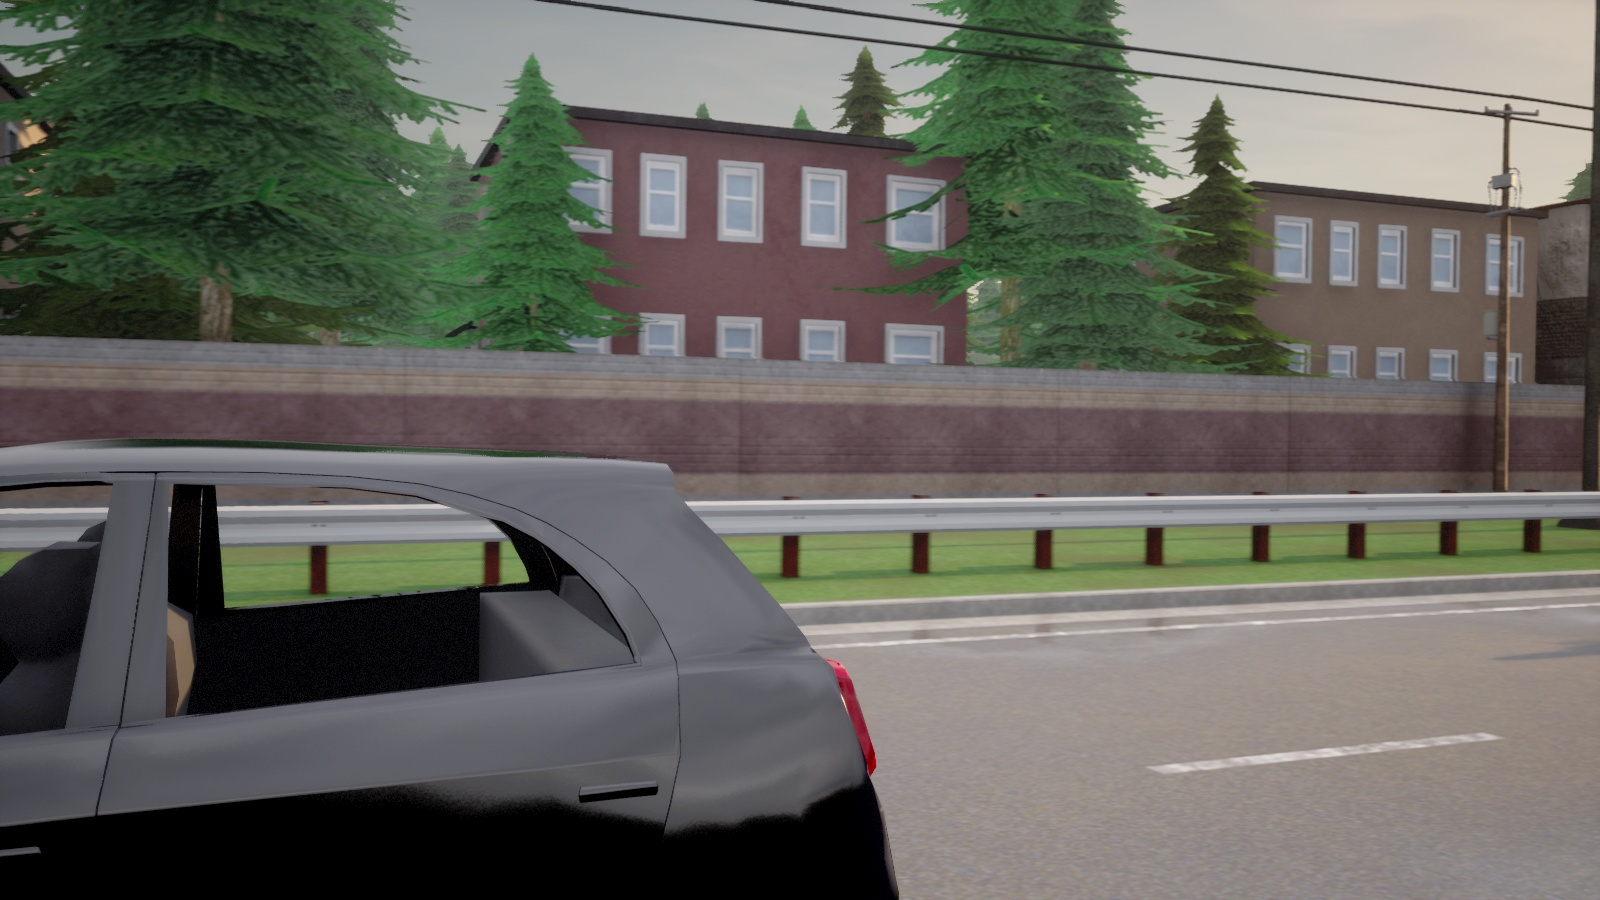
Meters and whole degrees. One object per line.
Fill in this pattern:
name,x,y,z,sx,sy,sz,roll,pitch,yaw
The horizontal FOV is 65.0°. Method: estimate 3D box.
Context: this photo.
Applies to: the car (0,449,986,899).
car,-1.672,0.788,2.604,3.633,1.501,1.845,-1,1,-21
